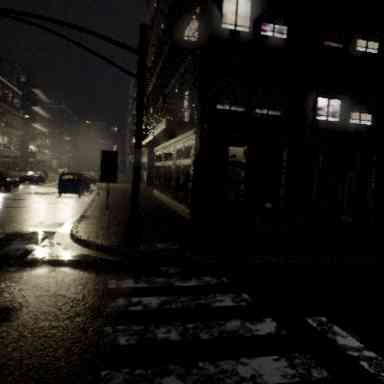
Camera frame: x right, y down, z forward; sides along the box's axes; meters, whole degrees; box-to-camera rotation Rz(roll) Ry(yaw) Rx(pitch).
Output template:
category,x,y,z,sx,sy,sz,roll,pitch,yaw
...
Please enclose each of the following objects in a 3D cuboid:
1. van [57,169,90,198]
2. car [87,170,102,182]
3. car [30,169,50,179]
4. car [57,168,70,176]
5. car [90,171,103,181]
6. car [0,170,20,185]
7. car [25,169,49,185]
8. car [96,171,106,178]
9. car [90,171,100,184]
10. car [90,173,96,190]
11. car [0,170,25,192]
category,x,y,z,sx,sy,sz,roll,pitch,yaw
van,-8.787,-0.580,24.516,1.690,1.788,3.998,3,3,-13
car,-15.273,-2.516,52.230,1.967,1.590,4.097,3,3,-13
car,-22.947,-2.779,50.453,1.887,1.381,4.507,3,3,-13
car,-27.919,-4.369,72.160,2.008,1.369,4.403,3,3,-13
car,-16.523,-2.810,57.663,1.887,1.381,4.507,3,3,-13
car,-19.267,-1.552,34.165,1.802,1.307,4.206,3,3,-13
car,-17.103,-1.564,36.030,2.033,1.411,5.357,3,3,-13
car,-20.253,-3.988,73.944,1.947,1.339,4.313,3,3,-13
car,-12.793,-1.596,41.385,1.947,1.339,4.313,3,3,-13
car,-10.216,-0.820,30.552,1.887,1.381,4.507,3,3,-13
car,-14.763,-0.795,25.725,1.994,1.385,4.181,3,3,-14
